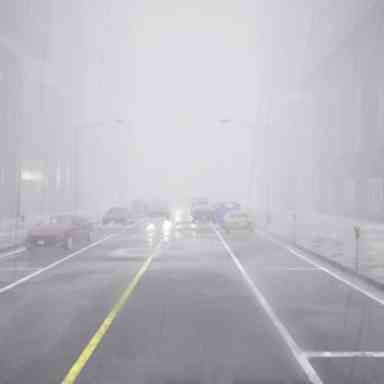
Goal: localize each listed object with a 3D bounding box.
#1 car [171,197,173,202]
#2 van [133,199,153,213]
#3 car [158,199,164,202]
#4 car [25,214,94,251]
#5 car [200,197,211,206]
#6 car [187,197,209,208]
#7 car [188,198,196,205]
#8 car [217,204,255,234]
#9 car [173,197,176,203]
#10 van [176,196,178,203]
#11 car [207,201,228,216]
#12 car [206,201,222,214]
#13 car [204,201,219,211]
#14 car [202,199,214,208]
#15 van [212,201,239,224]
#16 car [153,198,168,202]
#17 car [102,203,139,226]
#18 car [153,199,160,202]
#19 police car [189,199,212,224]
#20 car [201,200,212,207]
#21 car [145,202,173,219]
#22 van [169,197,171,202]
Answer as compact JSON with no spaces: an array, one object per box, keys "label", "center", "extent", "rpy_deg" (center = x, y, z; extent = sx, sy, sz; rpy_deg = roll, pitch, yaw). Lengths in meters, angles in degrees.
[{"label":"car","center":[-5.678,2.158,71.276],"extent":[1.967,1.590,4.097],"rpy_deg":[0,-1,0]},{"label":"van","center":[-5.720,1.715,37.458],"extent":[1.690,1.788,3.998],"rpy_deg":[0,-1,0]},{"label":"car","center":[-5.706,2.054,48.729],"extent":[1.947,1.339,4.313],"rpy_deg":[0,-1,0]},{"label":"car","center":[-5.747,1.692,14.910],"extent":[1.887,1.381,4.507],"rpy_deg":[0,-1,0]},{"label":"car","center":[2.846,2.033,71.276],"extent":[2.192,1.841,5.009],"rpy_deg":[0,-1,0]},{"label":"car","center":[0.818,1.726,37.454],"extent":[2.097,1.767,4.553],"rpy_deg":[0,-1,-1]},{"label":"car","center":[0.095,2.182,78.234],"extent":[1.837,1.490,4.892],"rpy_deg":[0,-1,0]},{"label":"car","center":[2.785,1.731,20.720],"extent":[1.752,1.417,4.829],"rpy_deg":[0,-1,0]},{"label":"car","center":[-5.664,2.272,82.549],"extent":[1.967,1.590,4.097],"rpy_deg":[0,-1,0]},{"label":"van","center":[-5.651,2.288,93.822],"extent":[1.690,1.788,3.998],"rpy_deg":[0,-1,0]},{"label":"car","center":[2.805,1.815,37.458],"extent":[1.967,1.590,4.097],"rpy_deg":[0,-1,0]},{"label":"car","center":[2.812,1.959,43.263],"extent":[1.752,1.417,4.829],"rpy_deg":[0,-1,0]},{"label":"car","center":[2.819,2.040,48.729],"extent":[2.008,1.369,4.403],"rpy_deg":[0,-1,0]},{"label":"car","center":[2.833,2.043,60.002],"extent":[1.967,1.590,4.097],"rpy_deg":[0,-1,0]},{"label":"van","center":[2.791,1.602,26.187],"extent":[1.690,1.788,3.998],"rpy_deg":[0,-1,0]},{"label":"car","center":[-5.700,1.861,54.367],"extent":[2.192,1.841,5.009],"rpy_deg":[0,-1,0]},{"label":"car","center":[-5.734,1.826,26.183],"extent":[1.947,1.339,4.313],"rpy_deg":[0,-1,0]},{"label":"car","center":[-5.713,1.997,43.092],"extent":[1.947,1.339,4.313],"rpy_deg":[0,-1,0]},{"label":"police car","center":[0.933,1.700,27.614],"extent":[1.930,1.638,5.238],"rpy_deg":[0,-1,0]},{"label":"car","center":[2.840,2.226,65.637],"extent":[1.947,1.339,4.313],"rpy_deg":[0,-1,0]},{"label":"car","center":[-3.059,1.923,32.347],"extent":[1.895,1.301,4.718],"rpy_deg":[0,-1,0]},{"label":"van","center":[-5.686,2.001,65.640],"extent":[1.690,1.788,3.998],"rpy_deg":[0,-1,0]}]
